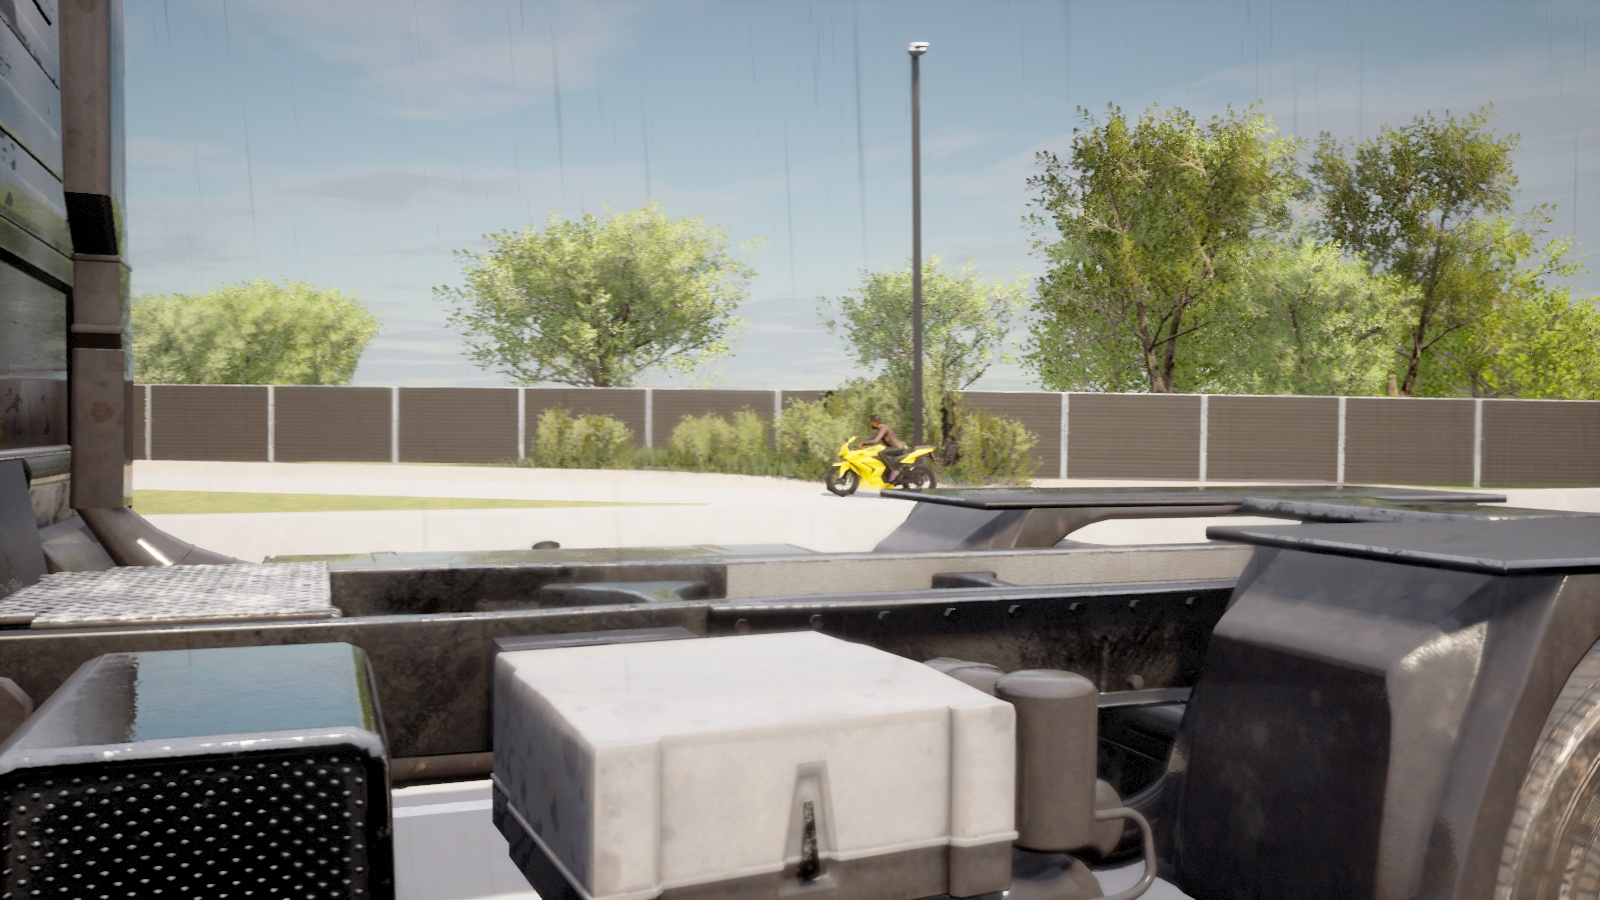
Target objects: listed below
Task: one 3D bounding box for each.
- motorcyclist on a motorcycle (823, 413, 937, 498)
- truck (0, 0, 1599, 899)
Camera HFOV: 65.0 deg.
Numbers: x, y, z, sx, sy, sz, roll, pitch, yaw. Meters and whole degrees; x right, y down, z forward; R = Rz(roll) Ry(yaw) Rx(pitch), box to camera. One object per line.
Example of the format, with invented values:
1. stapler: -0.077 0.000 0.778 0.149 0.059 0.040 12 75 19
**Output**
1. motorcyclist on a motorcycle: 1.457 0.086 22.812 2.044 1.523 0.797 0 1 4
2. truck: -0.112 -0.235 3.185 7.936 3.462 2.891 -1 1 -21
